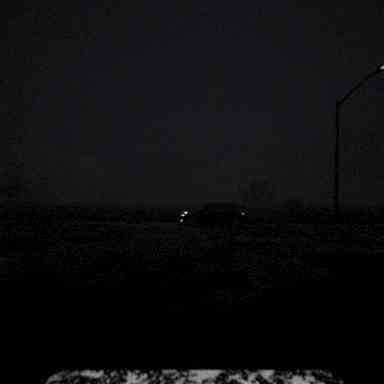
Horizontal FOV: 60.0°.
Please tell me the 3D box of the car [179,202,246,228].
[{"bbox_3d":[1.378,1.493,23.055,4.553,1.767,2.097,1,0,0],"label":"car"}]
